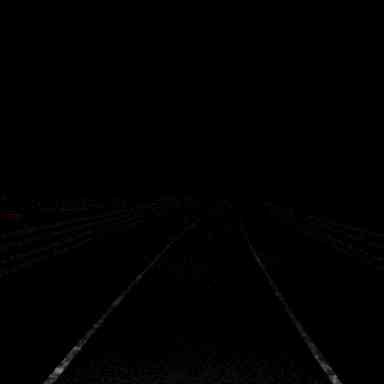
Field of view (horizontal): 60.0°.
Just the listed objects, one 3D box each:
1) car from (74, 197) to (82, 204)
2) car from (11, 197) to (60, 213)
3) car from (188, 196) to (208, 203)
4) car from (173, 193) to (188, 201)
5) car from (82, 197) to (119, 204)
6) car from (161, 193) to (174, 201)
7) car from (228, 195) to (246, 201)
[{"bbox_3d":[-15.289,1.378,49.637,1.895,1.301,4.718,1,0,25],"label":"car"},{"bbox_3d":[-15.386,1.220,33.077,2.128,1.511,4.902,1,0,25],"label":"car"},{"bbox_3d":[1.717,1.512,69.212,1.882,1.535,5.008,1,0,25],"label":"car"},{"bbox_3d":[-1.458,1.479,70.675,1.882,1.535,5.008,1,0,25],"label":"car"},{"bbox_3d":[-12.562,1.350,47.211,2.033,1.411,5.357,1,0,25],"label":"car"},{"bbox_3d":[-4.579,1.195,72.258,2.150,2.045,5.566,1,0,25],"label":"car"},{"bbox_3d":[12.512,1.734,92.011,2.128,1.511,4.902,1,0,25],"label":"car"}]
